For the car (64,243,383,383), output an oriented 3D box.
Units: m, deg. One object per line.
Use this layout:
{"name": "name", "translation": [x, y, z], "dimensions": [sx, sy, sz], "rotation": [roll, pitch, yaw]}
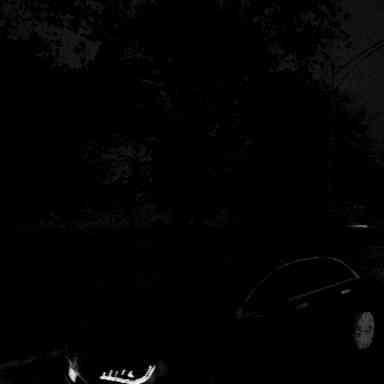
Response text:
{"name": "car", "translation": [0.818, 1.547, 4.633], "dimensions": [4.892, 1.490, 1.837], "rotation": [1, -1, -36]}
